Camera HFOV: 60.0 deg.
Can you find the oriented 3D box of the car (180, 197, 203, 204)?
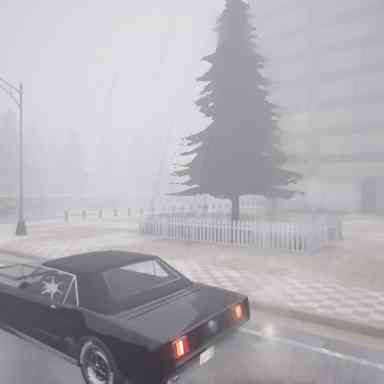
[{"bbox_3d":[0.069,1.549,62.301,2.033,1.411,5.357,0,0,36],"label":"car"}]

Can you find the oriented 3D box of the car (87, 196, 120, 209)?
[{"bbox_3d":[-12.116,1.351,45.569,2.097,1.767,4.553,0,0,36],"label":"car"}]

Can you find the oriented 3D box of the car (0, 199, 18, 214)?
[{"bbox_3d":[-20.502,1.478,33.946,1.882,1.535,5.008,0,0,36],"label":"car"}]

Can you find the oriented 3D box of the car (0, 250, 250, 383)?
[{"bbox_3d":[-1.622,1.601,5.166,4.718,1.301,1.895,0,0,36],"label":"car"}]
